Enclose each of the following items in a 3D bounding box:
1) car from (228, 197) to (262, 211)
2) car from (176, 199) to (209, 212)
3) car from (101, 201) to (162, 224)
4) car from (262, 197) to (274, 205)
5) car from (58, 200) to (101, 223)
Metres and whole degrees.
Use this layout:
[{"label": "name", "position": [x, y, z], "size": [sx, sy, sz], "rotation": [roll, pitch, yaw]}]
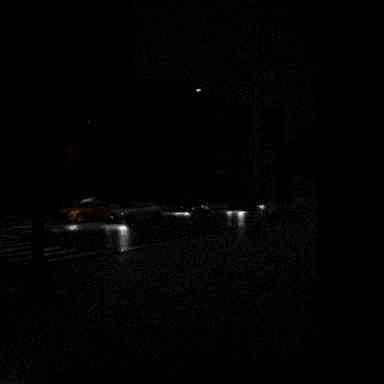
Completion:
[{"label": "car", "position": [5.972, 1.357, 38.884], "size": [1.837, 1.490, 4.892], "rotation": [0, 0, 35]}, {"label": "car", "position": [0.078, 1.445, 36.199], "size": [1.994, 1.385, 4.181], "rotation": [0, 0, 35]}, {"label": "car", "position": [-4.131, 1.451, 24.620], "size": [1.812, 1.442, 4.674], "rotation": [0, 0, 35]}, {"label": "car", "position": [11.091, 1.393, 51.596], "size": [1.994, 1.385, 4.181], "rotation": [0, 0, 35]}, {"label": "car", "position": [-7.665, 1.415, 25.264], "size": [1.882, 1.535, 5.008], "rotation": [0, 0, 35]}]
